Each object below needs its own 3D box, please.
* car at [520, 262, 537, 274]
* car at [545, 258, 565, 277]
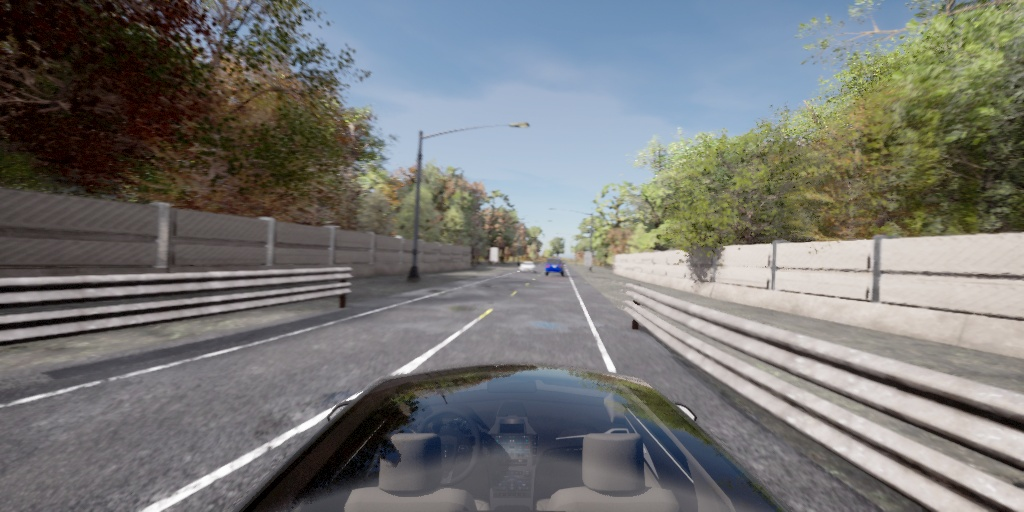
[{"bbox_3d":[2.170,1.494,47.603,1.812,1.442,4.674,3,0,8],"label":"car"},{"bbox_3d":[5.129,1.330,42.983,2.150,2.045,5.566,3,0,8],"label":"car"}]
